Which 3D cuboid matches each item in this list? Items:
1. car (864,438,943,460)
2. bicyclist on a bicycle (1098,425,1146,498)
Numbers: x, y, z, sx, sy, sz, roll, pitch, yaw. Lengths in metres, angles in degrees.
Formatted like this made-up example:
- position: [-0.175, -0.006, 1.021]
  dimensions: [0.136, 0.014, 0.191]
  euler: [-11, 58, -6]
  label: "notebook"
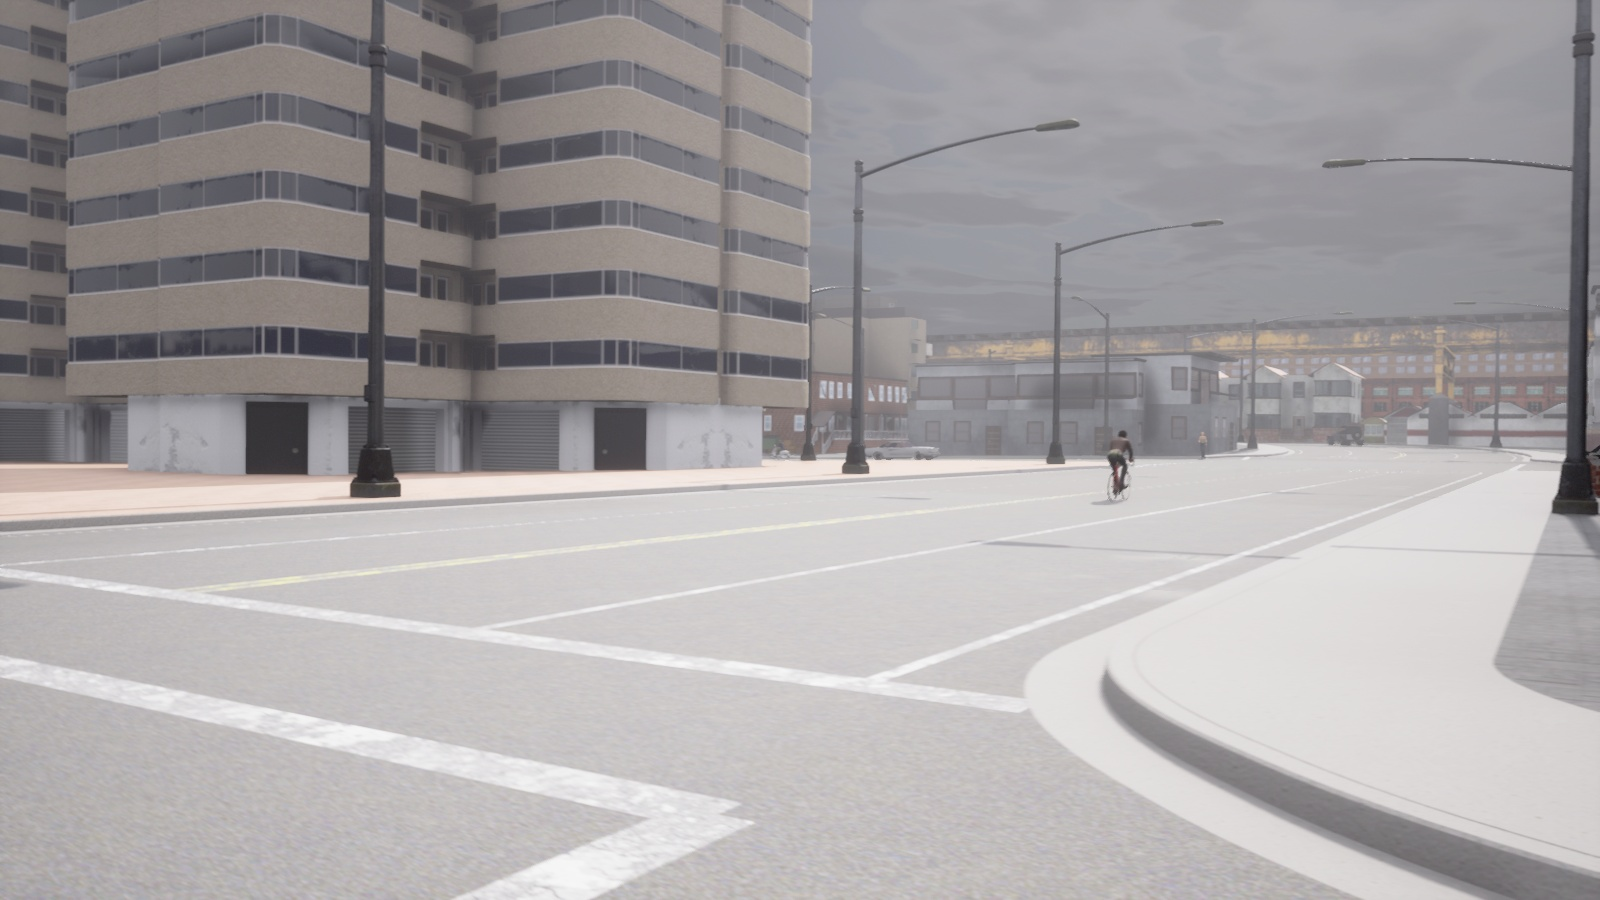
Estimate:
- position: [6.721, -0.041, 81.572]
  dimensions: [4.718, 1.301, 1.895]
  euler: [-1, 0, 30]
  label: "car"
- position: [7.321, 0.247, 28.474]
  dimensions: [0.582, 1.620, 1.656]
  euler: [0, 1, 32]
  label: "bicyclist on a bicycle"
